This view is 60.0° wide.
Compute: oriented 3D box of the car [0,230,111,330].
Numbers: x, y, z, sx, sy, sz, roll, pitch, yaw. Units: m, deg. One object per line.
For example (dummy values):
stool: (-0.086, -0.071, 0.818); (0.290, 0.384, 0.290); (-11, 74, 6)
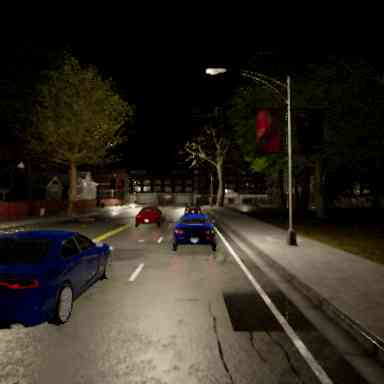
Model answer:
car: (-3.149, 1.565, 7.271); (1.882, 1.535, 5.008); (0, -1, 0)

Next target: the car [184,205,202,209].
car: (0.096, 1.994, 34.350); (2.033, 1.411, 5.357); (0, -1, 0)

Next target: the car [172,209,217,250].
car: (0.099, 1.712, 15.139); (1.812, 1.442, 4.674); (0, -1, 0)

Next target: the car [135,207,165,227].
car: (-3.152, 1.848, 25.388); (1.812, 1.442, 4.674); (0, -1, 0)
